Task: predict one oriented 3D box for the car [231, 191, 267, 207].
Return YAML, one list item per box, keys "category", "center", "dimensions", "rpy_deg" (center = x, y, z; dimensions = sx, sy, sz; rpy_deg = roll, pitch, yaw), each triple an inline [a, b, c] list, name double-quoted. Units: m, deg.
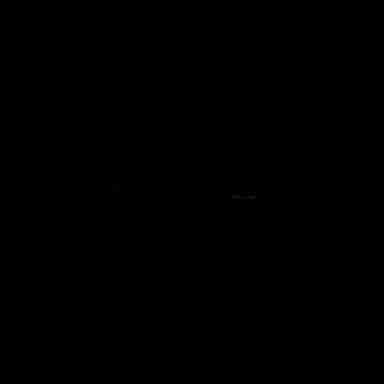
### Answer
- category: "car"
  center: [7.916, 0.928, 46.826]
  dimensions: [2.150, 2.045, 5.566]
  rpy_deg: [1, 0, -35]
